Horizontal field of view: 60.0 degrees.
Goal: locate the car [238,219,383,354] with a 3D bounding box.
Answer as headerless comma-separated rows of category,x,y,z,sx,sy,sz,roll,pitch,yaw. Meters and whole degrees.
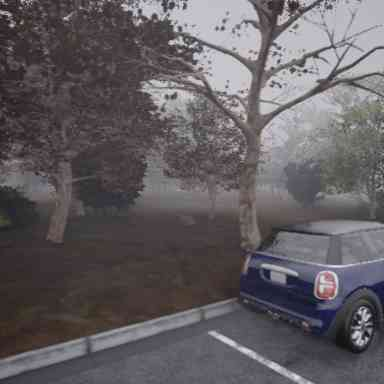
car,3.101,1.310,6.271,4.553,1.767,2.185,-1,0,-33
